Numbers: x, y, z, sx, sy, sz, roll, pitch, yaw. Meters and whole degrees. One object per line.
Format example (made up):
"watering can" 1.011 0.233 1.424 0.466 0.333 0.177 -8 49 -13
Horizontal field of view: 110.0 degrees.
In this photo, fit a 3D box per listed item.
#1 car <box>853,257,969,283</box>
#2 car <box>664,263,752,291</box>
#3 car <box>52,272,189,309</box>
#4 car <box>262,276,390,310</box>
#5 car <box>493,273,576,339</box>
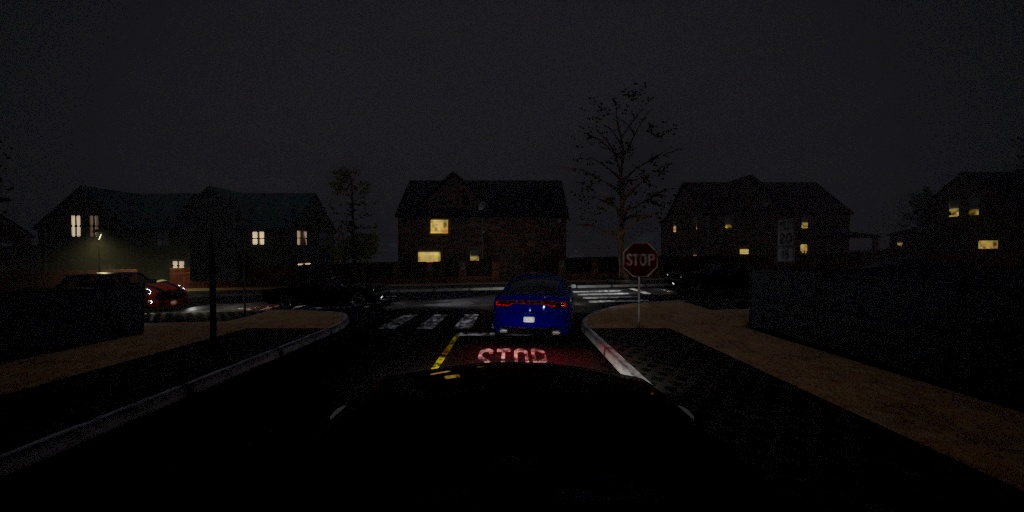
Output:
"car" 20.060 0.753 18.365 5.357 1.411 2.033 -1 1 0
"car" 10.414 1.034 18.331 4.718 1.301 1.895 -1 1 -1
"car" -16.796 1.472 15.402 4.553 1.767 2.097 -1 1 0
"car" -7.808 1.506 15.408 4.718 1.301 1.895 -1 1 0
"car" 0.788 1.226 10.198 1.882 1.535 5.008 0 0 10
